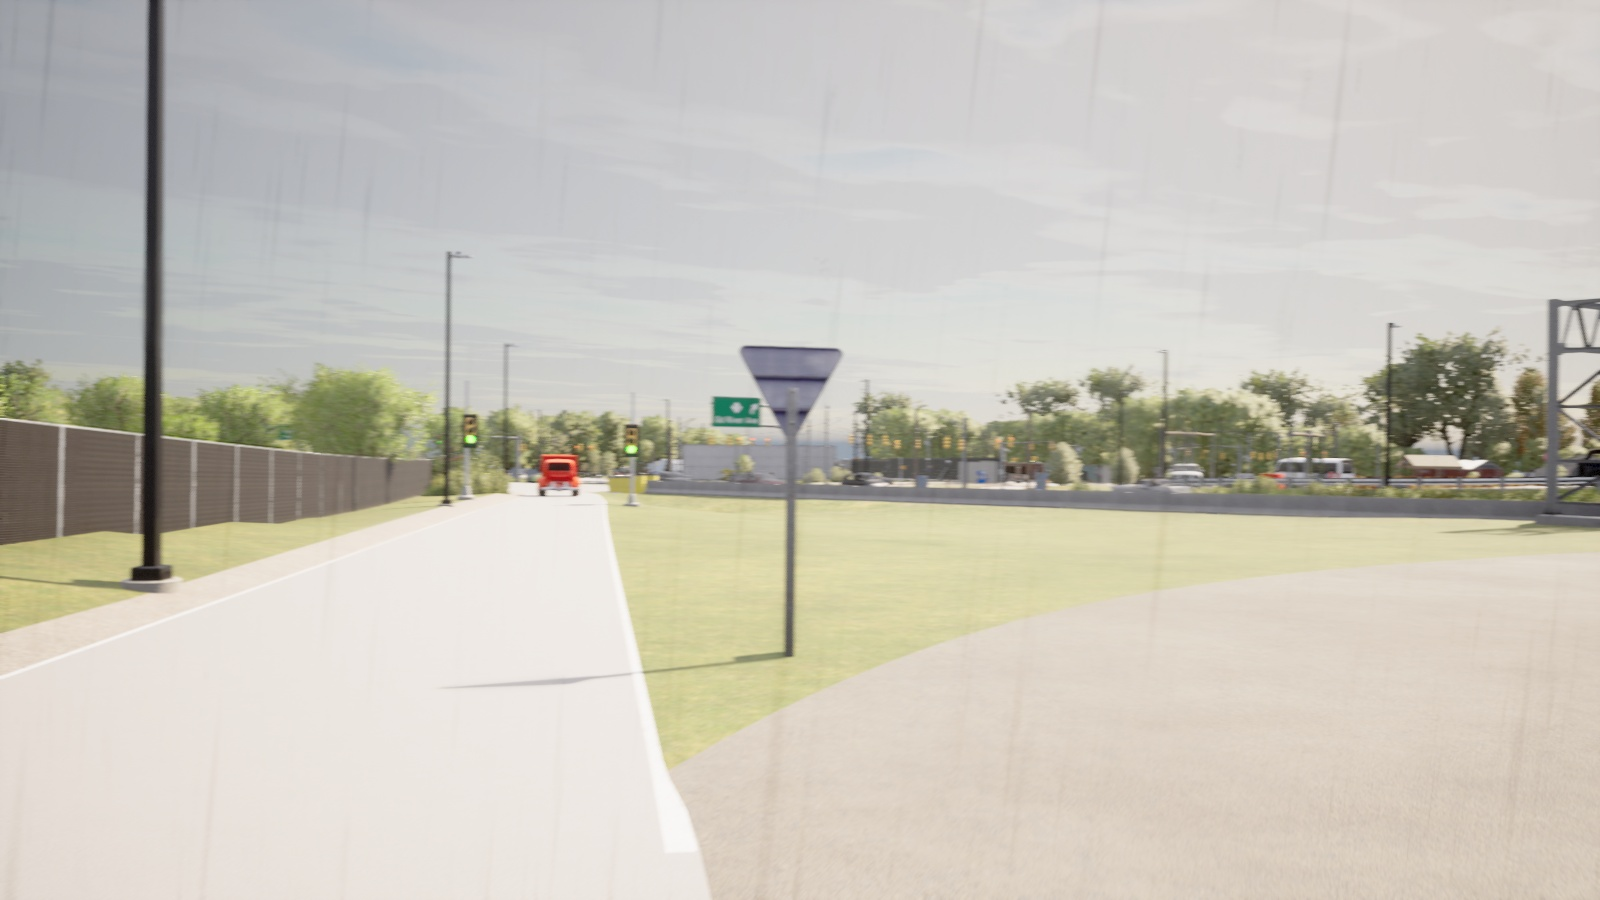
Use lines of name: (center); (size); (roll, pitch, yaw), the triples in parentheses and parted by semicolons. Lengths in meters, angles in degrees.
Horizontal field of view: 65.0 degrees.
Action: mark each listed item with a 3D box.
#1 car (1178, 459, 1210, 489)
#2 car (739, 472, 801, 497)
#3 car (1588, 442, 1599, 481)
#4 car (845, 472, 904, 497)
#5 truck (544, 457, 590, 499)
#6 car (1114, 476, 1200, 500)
car: (28.917, 1.815, 92.114); (2.150, 2.045, 5.566); (0, -2, 18)
car: (-2.150, 2.420, 88.556); (2.033, 1.649, 4.856); (0, -1, -35)
car: (40.575, 0.521, 60.883); (3.866, 1.878, 1.905); (-3, -1, 36)
car: (4.979, 2.283, 84.587); (1.851, 1.617, 3.988); (0, -1, -35)
truck: (-14.001, 1.689, 75.516); (2.627, 2.467, 5.204); (0, -1, -11)
car: (21.029, 2.221, 74.135); (1.895, 1.301, 4.718); (0, -1, -35)
